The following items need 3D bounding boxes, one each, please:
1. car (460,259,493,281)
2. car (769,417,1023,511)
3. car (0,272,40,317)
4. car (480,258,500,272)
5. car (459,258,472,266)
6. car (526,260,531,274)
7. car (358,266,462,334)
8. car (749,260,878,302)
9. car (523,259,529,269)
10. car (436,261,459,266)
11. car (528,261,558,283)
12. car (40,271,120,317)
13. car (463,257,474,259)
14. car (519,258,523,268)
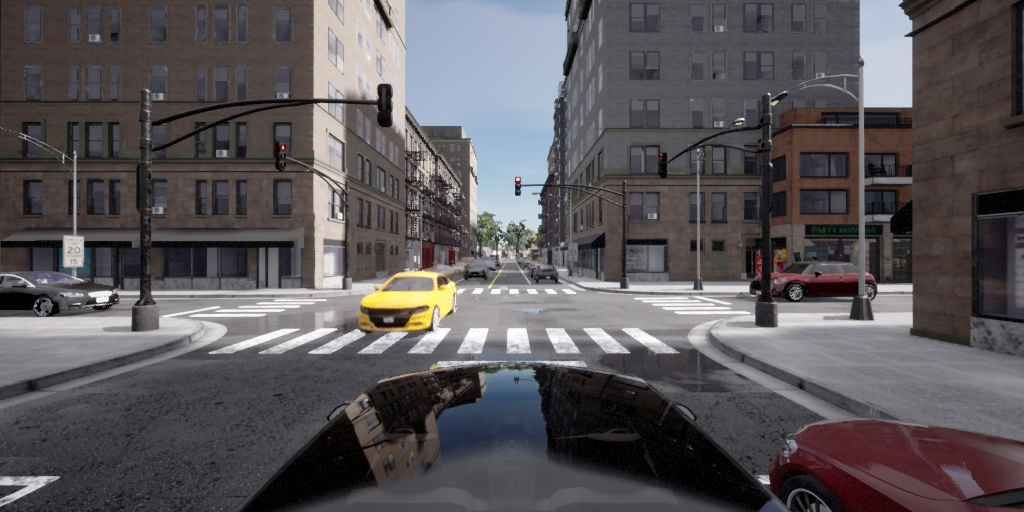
[{"bbox_3d":[-2.930,1.256,30.501,1.837,1.490,4.892,0,0,0],"label":"car"},{"bbox_3d":[2.641,1.332,0.767,1.802,1.307,4.207,0,0,0],"label":"car"},{"bbox_3d":[-5.398,1.064,0.745,2.192,1.841,5.009,0,0,0],"label":"car"},{"bbox_3d":[-2.974,1.299,46.409,2.033,1.411,5.357,0,0,0],"label":"car"},{"bbox_3d":[-5.517,1.277,38.545,1.751,1.417,4.829,0,0,0],"label":"car"},{"bbox_3d":[2.547,1.296,33.257,1.888,1.381,4.507,0,0,0],"label":"car"},{"bbox_3d":[-2.882,1.227,10.850,1.882,1.535,5.008,0,0,0],"label":"car"},{"bbox_3d":[13.218,1.036,15.958,4.553,1.767,2.097,0,0,0],"label":"car"},{"bbox_3d":[2.532,1.302,38.739,2.007,1.370,4.403,0,0,0],"label":"car"},{"bbox_3d":[-5.490,1.276,27.582,1.751,1.417,4.829,0,0,0],"label":"car"},{"bbox_3d":[2.563,1.301,27.775,2.007,1.370,4.403,0,0,0],"label":"car"},{"bbox_3d":[-17.101,1.309,12.882,4.902,1.511,2.128,0,0,1],"label":"car"},{"bbox_3d":[-5.531,1.067,44.198,2.192,1.841,5.009,0,0,0],"label":"car"},{"bbox_3d":[2.484,1.304,55.184,2.007,1.370,4.403,0,0,0],"label":"car"}]
